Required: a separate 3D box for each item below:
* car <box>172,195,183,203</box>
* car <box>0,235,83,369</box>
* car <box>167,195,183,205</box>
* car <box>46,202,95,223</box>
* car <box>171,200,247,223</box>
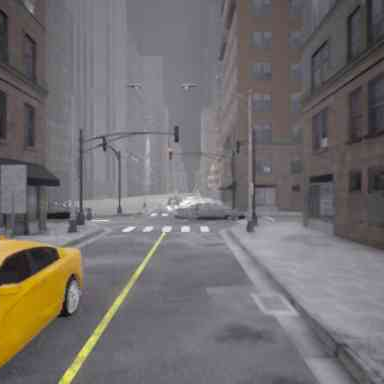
[{"bbox_3d":[-3.005,1.453,70.792,2.128,1.511,4.902,0,0,0],"label":"car"},{"bbox_3d":[-3.085,1.473,4.587,1.882,1.535,5.008,0,0,0],"label":"car"},{"bbox_3d":[-3.051,1.439,55.396,2.128,1.511,4.902,0,0,0],"label":"car"},{"bbox_3d":[-9.745,1.477,24.712,4.902,1.511,2.128,0,0,0],"label":"car"},{"bbox_3d":[1.304,1.528,24.788,5.357,1.411,2.033,0,0,0],"label":"car"}]
